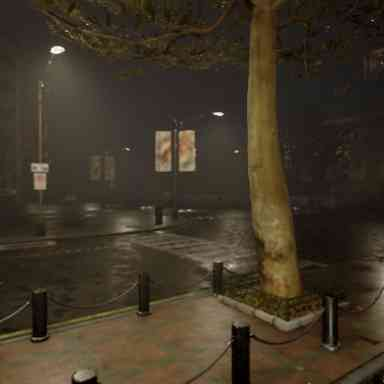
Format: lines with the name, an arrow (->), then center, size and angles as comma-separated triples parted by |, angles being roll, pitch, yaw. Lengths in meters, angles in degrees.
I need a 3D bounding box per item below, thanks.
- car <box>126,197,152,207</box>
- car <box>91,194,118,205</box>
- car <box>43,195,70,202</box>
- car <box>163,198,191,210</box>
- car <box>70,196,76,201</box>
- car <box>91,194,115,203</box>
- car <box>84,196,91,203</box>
car -> -8.147, 1.472, 50.895 | 2.033, 1.411, 5.357 | 0, 0, -38
car -> -15.103, 1.406, 58.763 | 5.008, 1.535, 1.882 | 0, 0, 41
car -> -29.035, 1.418, 70.254 | 4.674, 1.442, 1.812 | 0, 0, 12
car -> -1.996, 1.488, 42.432 | 1.994, 1.385, 4.181 | 0, 0, -36
car -> -28.076, 1.399, 73.620 | 4.674, 1.442, 1.812 | 0, 0, 12
car -> -18.681, 1.271, 69.917 | 4.553, 1.767, 2.097 | 0, 0, 26
car -> -19.498, 1.437, 66.404 | 4.902, 1.511, 2.128 | 0, 0, 30
